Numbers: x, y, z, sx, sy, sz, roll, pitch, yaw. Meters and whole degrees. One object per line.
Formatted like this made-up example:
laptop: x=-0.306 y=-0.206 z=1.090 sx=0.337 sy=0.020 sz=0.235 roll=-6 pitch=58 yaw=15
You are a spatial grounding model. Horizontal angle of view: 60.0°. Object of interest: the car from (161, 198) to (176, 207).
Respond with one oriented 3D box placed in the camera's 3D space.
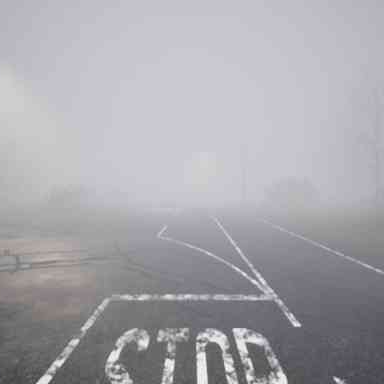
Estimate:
car: x=-3.349 y=1.468 z=46.822 sx=1.895 sy=1.301 sz=4.718 roll=0 pitch=0 yaw=0
